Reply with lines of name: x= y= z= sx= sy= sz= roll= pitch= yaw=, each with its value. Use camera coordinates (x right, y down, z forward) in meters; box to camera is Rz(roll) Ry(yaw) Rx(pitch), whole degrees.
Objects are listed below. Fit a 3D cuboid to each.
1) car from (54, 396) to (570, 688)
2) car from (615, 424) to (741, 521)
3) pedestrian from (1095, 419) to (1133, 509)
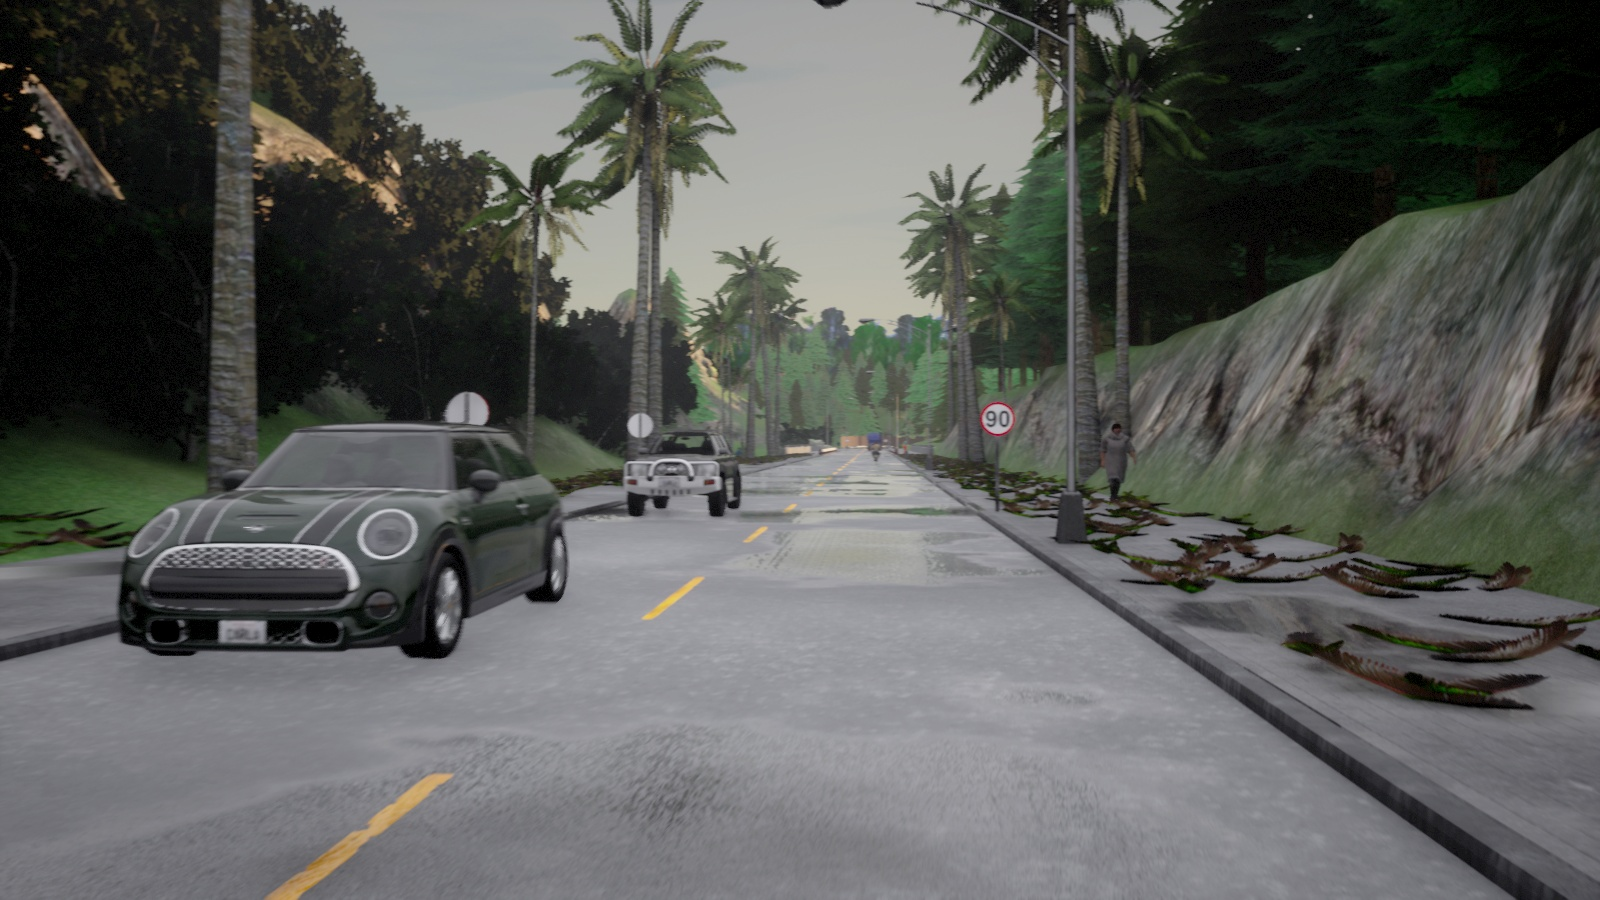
car: x=-3.403 y=0.544 z=9.933 sx=2.097 sy=1.767 sz=4.553 roll=0 pitch=0 yaw=3
car: x=-2.445 y=0.409 z=26.355 sx=1.932 sy=1.855 sz=4.605 roll=0 pitch=1 yaw=3
pedestrian: x=6.926 y=0.304 z=27.726 sx=0.659 sy=1.952 sz=0.873 roll=0 pitch=0 yaw=4
